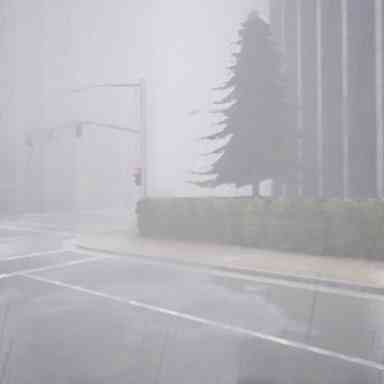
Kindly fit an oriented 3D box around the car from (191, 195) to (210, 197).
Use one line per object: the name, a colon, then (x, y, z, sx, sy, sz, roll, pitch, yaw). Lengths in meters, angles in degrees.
car: (0.923, 1.467, 49.896, 2.150, 2.045, 5.566, -1, -1, 36)
